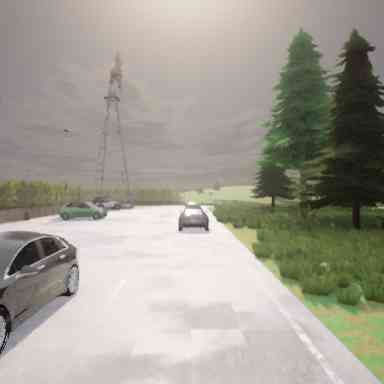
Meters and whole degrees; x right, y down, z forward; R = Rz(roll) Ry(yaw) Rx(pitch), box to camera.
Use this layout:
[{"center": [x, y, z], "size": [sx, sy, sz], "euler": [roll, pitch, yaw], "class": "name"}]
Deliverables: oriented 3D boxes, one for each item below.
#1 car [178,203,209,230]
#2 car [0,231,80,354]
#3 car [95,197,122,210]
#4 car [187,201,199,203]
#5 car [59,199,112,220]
[{"center": [0.103, 1.685, 21.996], "size": [1.994, 1.385, 4.181], "euler": [0, 0, 0], "class": "car"}, {"center": [-3.530, 1.540, 5.947], "size": [1.837, 1.490, 4.892], "euler": [0, -1, 1], "class": "car"}, {"center": [-11.893, 1.611, 46.398], "size": [3.866, 1.878, 1.905], "euler": [0, 0, -31], "class": "car"}, {"center": [0.105, 1.766, 40.120], "size": [2.033, 1.411, 5.357], "euler": [0, 0, 0], "class": "car"}, {"center": [-9.539, 1.645, 29.551], "size": [3.988, 1.617, 1.851], "euler": [0, 0, -1], "class": "car"}]
